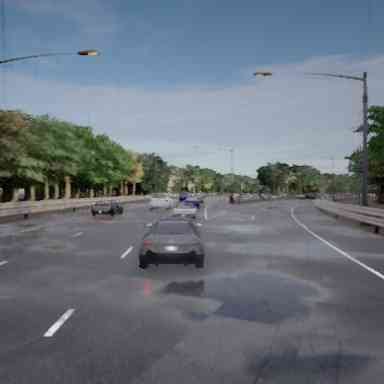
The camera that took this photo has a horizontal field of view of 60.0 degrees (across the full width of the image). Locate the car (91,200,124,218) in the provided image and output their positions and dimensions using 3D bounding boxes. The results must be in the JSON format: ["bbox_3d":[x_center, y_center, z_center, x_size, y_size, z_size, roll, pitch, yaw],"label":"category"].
[{"bbox_3d":[-7.449,1.425,29.756,2.128,1.511,4.902,0,0,2],"label":"car"}]

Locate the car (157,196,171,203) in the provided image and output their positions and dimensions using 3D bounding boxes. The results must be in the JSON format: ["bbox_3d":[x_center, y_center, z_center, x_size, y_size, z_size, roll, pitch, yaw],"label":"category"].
[{"bbox_3d":[-5.329,1.481,64.435,1.895,1.301,4.718,0,0,7],"label":"car"}]

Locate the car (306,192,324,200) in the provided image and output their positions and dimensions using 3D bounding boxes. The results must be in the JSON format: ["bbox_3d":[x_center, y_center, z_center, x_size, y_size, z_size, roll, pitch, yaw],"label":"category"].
[{"bbox_3d":[32.608,1.148,88.244,2.150,2.045,5.566,0,0,31],"label":"car"}]

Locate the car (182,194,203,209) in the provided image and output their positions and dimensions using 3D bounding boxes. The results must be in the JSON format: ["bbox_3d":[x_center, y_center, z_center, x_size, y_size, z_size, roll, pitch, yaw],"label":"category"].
[{"bbox_3d":[0.104,1.417,43.666,1.882,1.535,5.008,0,0,3],"label":"car"}]

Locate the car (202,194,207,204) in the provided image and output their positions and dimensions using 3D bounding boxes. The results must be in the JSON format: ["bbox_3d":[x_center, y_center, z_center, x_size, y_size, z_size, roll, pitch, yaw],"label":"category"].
[{"bbox_3d":[1.146,1.424,57.548,1.837,1.490,4.892,0,0,5],"label":"car"}]

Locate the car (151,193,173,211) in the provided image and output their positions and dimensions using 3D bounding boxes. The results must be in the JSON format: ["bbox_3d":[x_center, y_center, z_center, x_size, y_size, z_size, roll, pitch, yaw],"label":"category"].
[{"bbox_3d":[-3.591,1.153,40.333,2.150,2.045,5.566,0,0,4],"label":"car"}]

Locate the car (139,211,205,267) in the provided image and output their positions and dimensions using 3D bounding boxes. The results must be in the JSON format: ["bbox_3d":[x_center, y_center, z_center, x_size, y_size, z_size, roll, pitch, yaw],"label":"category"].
[{"bbox_3d":[-0.610,1.557,11.361,1.994,1.385,4.181,0,0,-1],"label":"car"}]

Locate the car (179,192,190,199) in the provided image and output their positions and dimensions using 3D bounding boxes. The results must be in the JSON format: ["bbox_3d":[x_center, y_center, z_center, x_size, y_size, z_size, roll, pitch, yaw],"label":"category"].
[{"bbox_3d":[-1.310,1.107,68.076,2.150,2.045,5.566,0,0,7],"label":"car"}]

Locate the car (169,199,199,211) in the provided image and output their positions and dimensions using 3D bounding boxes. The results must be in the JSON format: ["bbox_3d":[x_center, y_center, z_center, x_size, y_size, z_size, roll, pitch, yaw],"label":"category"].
[{"bbox_3d":[-0.551,1.566,28.057,1.895,1.301,4.718,0,0,1],"label":"car"}]

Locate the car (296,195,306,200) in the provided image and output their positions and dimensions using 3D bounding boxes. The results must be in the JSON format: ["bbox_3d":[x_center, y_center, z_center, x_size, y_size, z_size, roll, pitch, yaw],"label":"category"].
[{"bbox_3d":[29.396,1.442,89.699,1.812,1.442,4.674,0,0,31],"label":"car"}]
